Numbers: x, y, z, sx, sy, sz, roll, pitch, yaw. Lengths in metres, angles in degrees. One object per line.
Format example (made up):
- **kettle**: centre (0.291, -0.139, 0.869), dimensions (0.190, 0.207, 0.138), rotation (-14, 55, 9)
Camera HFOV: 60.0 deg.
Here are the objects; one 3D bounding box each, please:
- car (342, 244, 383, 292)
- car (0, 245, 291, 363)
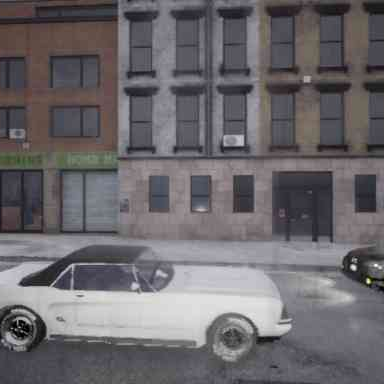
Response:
- **car**: centre (5.881, 1.678, 7.888), dimensions (4.181, 1.385, 1.994), rotation (1, 0, 3)
- **car**: centre (-0.935, 1.574, 5.328), dimensions (4.718, 1.301, 1.895), rotation (1, 0, 3)
